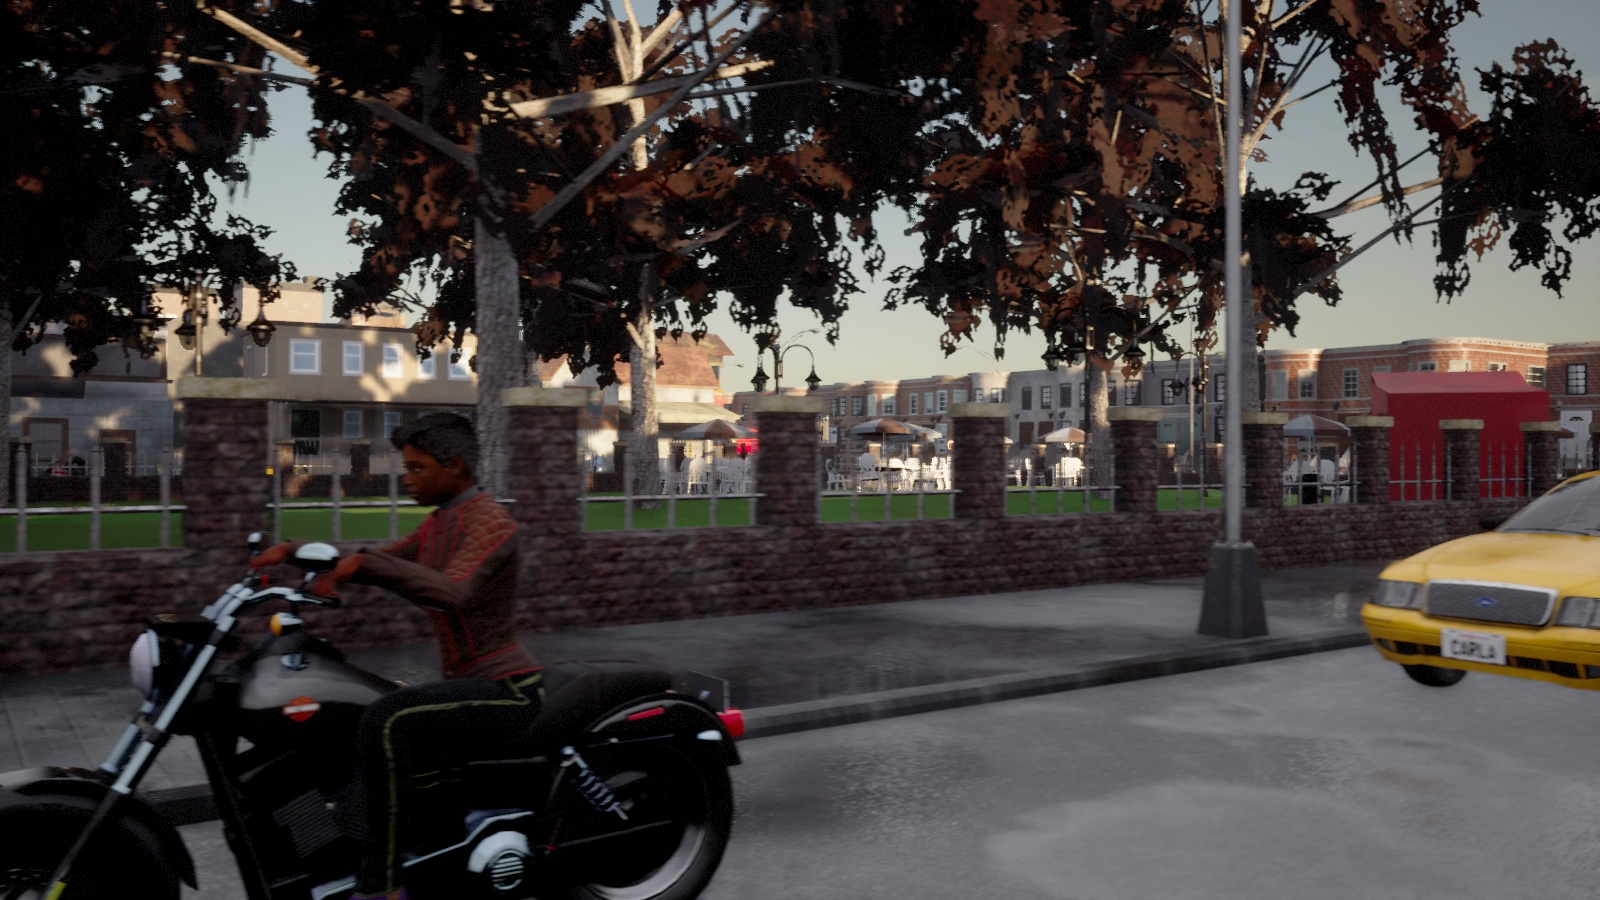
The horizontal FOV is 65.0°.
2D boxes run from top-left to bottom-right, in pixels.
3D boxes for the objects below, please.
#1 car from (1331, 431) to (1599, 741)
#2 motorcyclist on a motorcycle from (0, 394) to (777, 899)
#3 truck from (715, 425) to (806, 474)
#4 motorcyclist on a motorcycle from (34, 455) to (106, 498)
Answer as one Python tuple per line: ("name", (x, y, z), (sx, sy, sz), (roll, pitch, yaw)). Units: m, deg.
("car", (5.937, 0.692, 8.403), (5.366, 1.575, 1.801), (0, 0, -35))
("motorcyclist on a motorcycle", (-1.254, 0.706, 3.395), (2.350, 1.649, 0.766), (0, 0, -35))
("truck", (-2.992, -0.003, 93.004), (2.891, 3.462, 7.936), (0, 0, -35))
("motorcyclist on a motorcycle", (-26.608, 0.948, 45.795), (2.191, 1.530, 0.866), (0, 0, -35))
